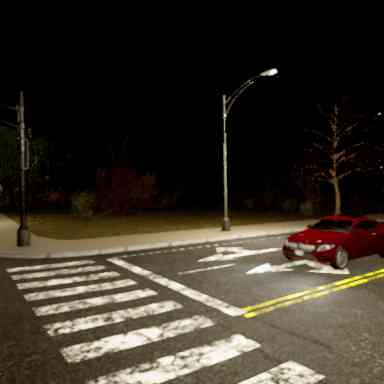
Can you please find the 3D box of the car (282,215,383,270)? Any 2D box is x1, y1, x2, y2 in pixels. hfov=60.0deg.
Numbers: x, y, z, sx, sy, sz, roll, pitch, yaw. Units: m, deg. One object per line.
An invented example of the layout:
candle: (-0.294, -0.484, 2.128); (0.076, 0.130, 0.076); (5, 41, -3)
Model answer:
car: (5.078, 1.533, 11.206); (4.674, 1.442, 1.812); (0, 0, -35)
